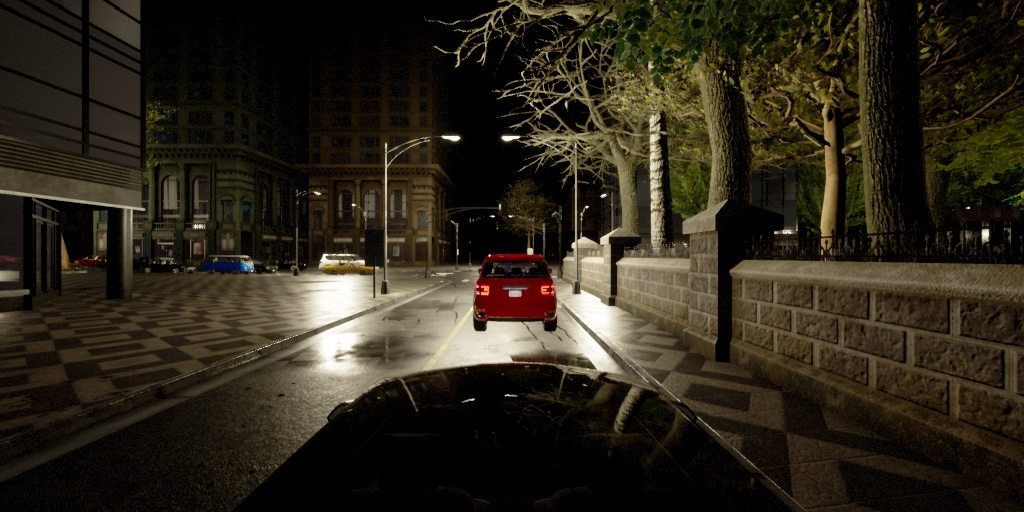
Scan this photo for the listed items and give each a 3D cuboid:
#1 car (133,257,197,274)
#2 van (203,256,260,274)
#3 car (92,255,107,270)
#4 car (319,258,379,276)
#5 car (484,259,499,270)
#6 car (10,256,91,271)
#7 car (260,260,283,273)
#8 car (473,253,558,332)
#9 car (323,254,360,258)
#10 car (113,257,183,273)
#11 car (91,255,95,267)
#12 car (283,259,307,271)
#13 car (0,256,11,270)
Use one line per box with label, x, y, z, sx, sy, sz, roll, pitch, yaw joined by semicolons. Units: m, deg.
car;-31.974;0.980;33.451;4.403;1.370;2.007;0;0;0
van;-26.356;0.840;33.419;3.998;1.789;1.690;0;0;0
car;-42.391;0.885;39.373;4.718;1.301;1.895;1;0;0
car;-14.945;1.146;33.354;4.829;1.417;1.751;0;0;0
car;-3.126;1.221;54.034;2.033;1.411;5.357;0;0;-4
car;-43.044;0.798;33.514;4.829;1.417;1.751;0;0;0
car;-26.610;1.043;36.087;5.357;1.411;2.033;1;0;1
car;0.097;0.971;11.043;2.150;2.045;5.566;0;0;0
car;-16.376;0.830;36.027;5.566;2.045;2.150;1;0;1
car;-36.616;0.858;36.155;4.902;1.511;2.128;1;0;0
car;-48.790;0.630;42.073;4.097;1.591;1.967;0;0;0
car;-26.317;1.065;41.945;4.313;1.339;1.948;0;0;0
car;-48.831;0.741;33.547;4.403;1.370;2.007;0;0;0
